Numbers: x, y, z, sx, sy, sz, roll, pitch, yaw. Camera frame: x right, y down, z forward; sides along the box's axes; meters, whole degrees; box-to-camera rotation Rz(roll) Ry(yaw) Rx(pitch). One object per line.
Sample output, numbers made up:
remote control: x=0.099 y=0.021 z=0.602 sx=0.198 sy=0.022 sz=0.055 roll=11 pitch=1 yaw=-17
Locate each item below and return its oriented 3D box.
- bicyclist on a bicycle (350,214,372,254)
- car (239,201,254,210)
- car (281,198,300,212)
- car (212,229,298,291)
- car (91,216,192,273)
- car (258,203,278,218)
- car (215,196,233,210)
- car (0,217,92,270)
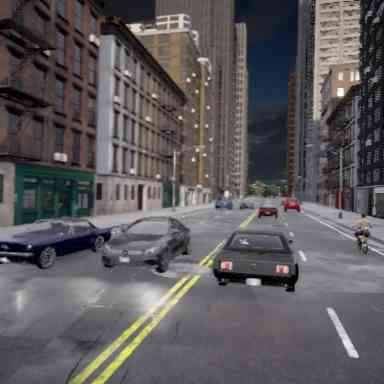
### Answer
bicyclist on a bicycle: x=7.133 y=1.704 z=13.917 sx=0.866 sy=1.612 sz=1.509 roll=1 pitch=0 yaw=13
car: x=8.631 y=2.124 z=52.146 sx=1.994 sy=1.385 sz=4.181 roll=1 pitch=0 yaw=14
car: x=14.898 y=1.916 z=49.758 sx=2.150 sy=2.045 sz=5.566 roll=1 pitch=0 yaw=14
car: x=1.880 y=1.712 z=9.456 sx=1.895 sy=1.301 sz=4.718 roll=1 pitch=0 yaw=14
car: x=-1.255 y=1.574 z=11.159 sx=1.812 sy=1.442 sz=4.674 roll=1 pitch=0 yaw=14
car: x=8.118 y=1.916 z=35.418 sx=1.882 sy=1.535 sz=5.008 roll=1 pitch=0 yaw=14
car: x=4.906 y=1.682 z=50.546 sx=2.150 sy=2.045 sz=5.566 roll=1 pitch=0 yaw=14
car: x=-4.589 y=1.571 z=11.201 sx=1.895 sy=1.301 sz=4.718 roll=1 pitch=0 yaw=14
